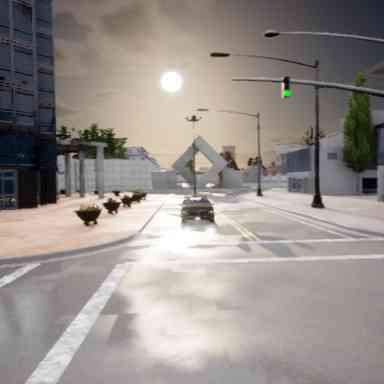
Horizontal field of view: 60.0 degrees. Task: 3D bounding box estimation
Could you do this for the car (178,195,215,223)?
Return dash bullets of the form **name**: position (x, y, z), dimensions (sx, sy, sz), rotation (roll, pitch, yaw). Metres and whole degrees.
- **car**: position (0.222, 0.865, 19.398), dimensions (2.033, 1.411, 5.357), rotation (-1, 2, -1)
